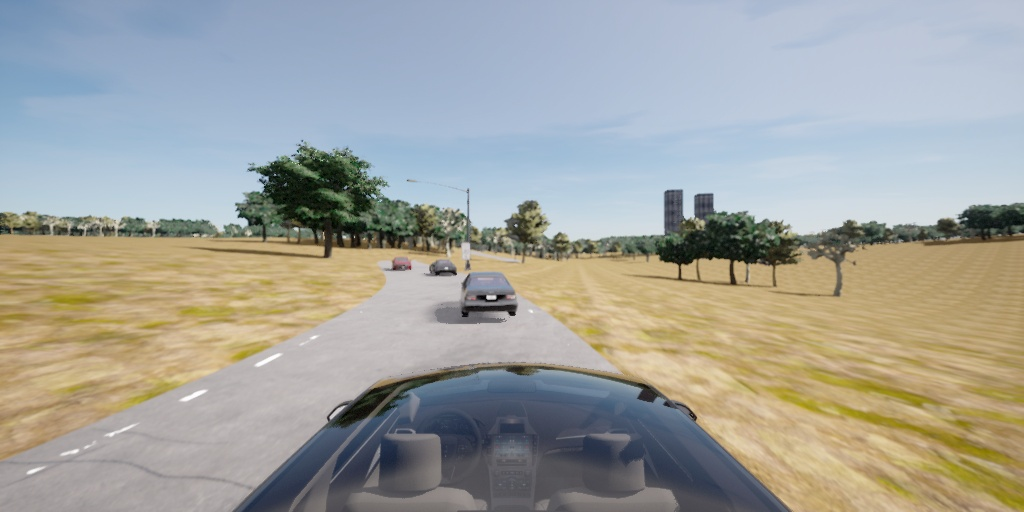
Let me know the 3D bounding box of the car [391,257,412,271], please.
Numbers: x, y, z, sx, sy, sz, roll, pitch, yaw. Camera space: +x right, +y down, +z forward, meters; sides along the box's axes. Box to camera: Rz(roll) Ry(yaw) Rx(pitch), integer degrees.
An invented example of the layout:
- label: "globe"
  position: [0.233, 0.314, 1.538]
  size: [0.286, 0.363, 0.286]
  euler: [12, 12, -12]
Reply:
- label: "car"
  position: [-12.008, 0.802, 38.908]
  size: [1.882, 1.535, 5.008]
  euler: [0, 1, -21]

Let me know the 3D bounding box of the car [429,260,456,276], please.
- label: "car"
  position: [-6.433, 1.006, 33.201]
  size: [1.994, 1.385, 4.181]
  euler: [0, 1, -20]

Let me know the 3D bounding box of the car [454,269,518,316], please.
- label: "car"
  position: [-0.982, 1.276, 13.299]
  size: [2.033, 1.411, 5.357]
  euler: [0, 0, -8]
